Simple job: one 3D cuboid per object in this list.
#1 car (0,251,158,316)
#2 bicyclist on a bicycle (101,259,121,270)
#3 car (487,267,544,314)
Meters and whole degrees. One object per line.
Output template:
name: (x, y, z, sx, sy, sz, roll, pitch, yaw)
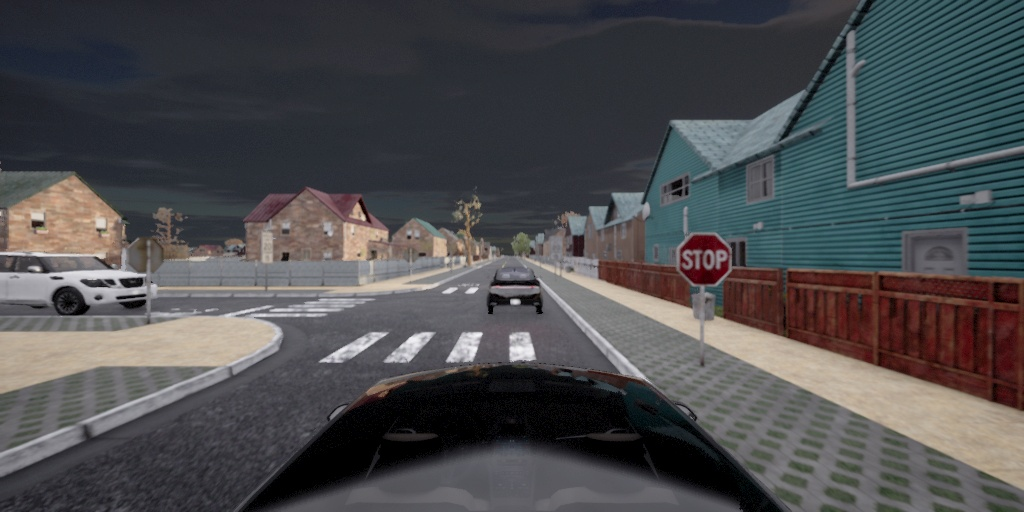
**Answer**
car: (-15.503, 0.874, 12.130, 5.566, 2.045, 2.150, 0, 0, 0)
bicyclist on a bicycle: (-20.212, 0.972, 17.956, 0.582, 1.620, 1.656, 0, 0, 0)
car: (0.099, 1.155, 13.355, 2.128, 1.511, 4.902, 0, 1, 0)
